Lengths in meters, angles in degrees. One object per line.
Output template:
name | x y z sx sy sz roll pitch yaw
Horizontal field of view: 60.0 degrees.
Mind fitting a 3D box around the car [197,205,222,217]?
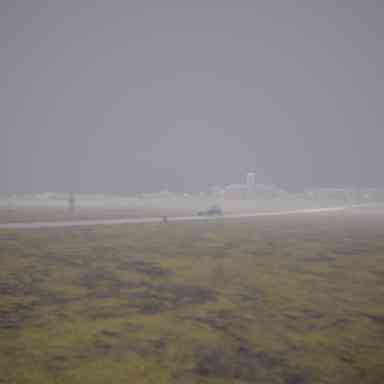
car | 3.154 3.202 57.671 2.150 2.045 5.566 -1 -3 35
